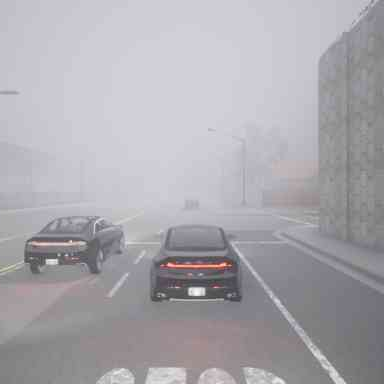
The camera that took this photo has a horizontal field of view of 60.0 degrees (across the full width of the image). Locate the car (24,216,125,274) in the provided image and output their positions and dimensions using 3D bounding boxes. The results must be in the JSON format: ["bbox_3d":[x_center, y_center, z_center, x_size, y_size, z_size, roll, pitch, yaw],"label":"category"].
[{"bbox_3d":[-3.428,1.492,10.546,2.128,1.511,4.902,0,0,0],"label":"car"}]

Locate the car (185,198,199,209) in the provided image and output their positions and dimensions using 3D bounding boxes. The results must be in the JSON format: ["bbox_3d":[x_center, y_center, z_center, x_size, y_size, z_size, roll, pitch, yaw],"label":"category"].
[{"bbox_3d":[-0.016,1.491,44.230,2.128,1.511,4.902,0,0,0],"label":"car"}]

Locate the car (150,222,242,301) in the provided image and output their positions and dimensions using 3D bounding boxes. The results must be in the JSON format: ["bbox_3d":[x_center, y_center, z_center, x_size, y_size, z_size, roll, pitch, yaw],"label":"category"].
[{"bbox_3d":[0.079,1.505,8.277,1.837,1.490,4.892,0,0,0],"label":"car"}]
